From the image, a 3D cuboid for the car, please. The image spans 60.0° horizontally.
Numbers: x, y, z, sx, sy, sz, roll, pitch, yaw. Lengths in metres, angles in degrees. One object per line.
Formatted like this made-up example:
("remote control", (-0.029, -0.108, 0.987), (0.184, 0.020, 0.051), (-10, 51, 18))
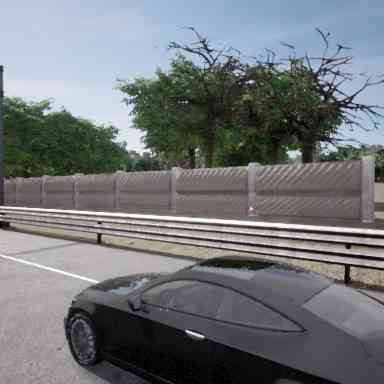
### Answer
("car", (0.362, 1.524, 3.988), (4.674, 1.442, 1.812), (0, 0, 39))
